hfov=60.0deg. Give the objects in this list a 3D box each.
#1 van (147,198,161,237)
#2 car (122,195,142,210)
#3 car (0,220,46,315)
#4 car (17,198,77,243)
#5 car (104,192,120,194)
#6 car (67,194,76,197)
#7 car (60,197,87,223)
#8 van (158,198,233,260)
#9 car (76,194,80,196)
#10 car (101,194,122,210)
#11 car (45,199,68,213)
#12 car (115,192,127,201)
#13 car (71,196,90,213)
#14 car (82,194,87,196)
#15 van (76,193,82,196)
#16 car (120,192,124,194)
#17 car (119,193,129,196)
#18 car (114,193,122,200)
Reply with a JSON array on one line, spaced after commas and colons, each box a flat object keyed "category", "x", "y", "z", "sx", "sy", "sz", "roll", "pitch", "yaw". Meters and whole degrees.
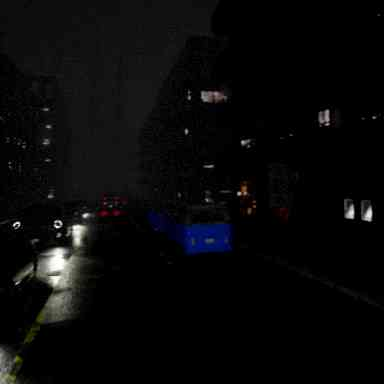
[{"category": "van", "x": -1.320, "y": 1.221, "z": 17.315, "sx": 1.690, "sy": 1.788, "sz": 3.998, "roll": -2, "pitch": 1, "yaw": -14}, {"category": "car", "x": -6.884, "y": 1.384, "z": 39.022, "sx": 1.802, "sy": 1.307, "sz": 4.206, "roll": -2, "pitch": 1, "yaw": -14}, {"category": "car", "x": -4.664, "y": 1.588, "z": 7.154, "sx": 1.994, "sy": 1.385, "sz": 4.181, "roll": -1, "pitch": 0, "yaw": -15}, {"category": "car", "x": -6.817, "y": 1.346, "z": 15.500, "sx": 2.097, "sy": 1.767, "sz": 4.553, "roll": -1, "pitch": 0, "yaw": -14}, {"category": "car", "x": -12.261, "y": 1.034, "z": 49.562, "sx": 2.150, "sy": 2.045, "sz": 5.566, "roll": -1, "pitch": 0, "yaw": -14}, {"category": "car", "x": -16.372, "y": 1.385, "z": 42.400, "sx": 1.967, "sy": 1.590, "sz": 4.097, "roll": -2, "pitch": 1, "yaw": -14}, {"category": "car", "x": -9.306, "y": 1.436, "z": 25.217, "sx": 1.882, "sy": 1.535, "sz": 5.008, "roll": -1, "pitch": 0, "yaw": -14}, {"category": "van", "x": 0.072, "y": 1.241, "z": 11.888, "sx": 1.690, "sy": 1.788, "sz": 3.998, "roll": -2, "pitch": 1, "yaw": -14}, {"category": "car", "x": -17.761, "y": 1.477, "z": 47.828, "sx": 2.008, "sy": 1.369, "sz": 4.403, "roll": -2, "pitch": 1, "yaw": -14}, {"category": "car", "x": -9.722, "y": 1.373, "z": 39.718, "sx": 1.812, "sy": 1.442, "sz": 4.674, "roll": -1, "pitch": 0, "yaw": -14}, {"category": "car", "x": -14.975, "y": 1.546, "z": 36.976, "sx": 1.802, "sy": 1.307, "sz": 4.206, "roll": -2, "pitch": 1, "yaw": -14}, {"category": "car", "x": -15.248, "y": 1.002, "z": 71.576, "sx": 2.192, "sy": 1.841, "sz": 5.009, "roll": -2, "pitch": 1, "yaw": -14}, {"category": "car", "x": -11.877, "y": 1.469, "z": 35.422, "sx": 2.033, "sy": 1.411, "sz": 5.357, "roll": -1, "pitch": 0, "yaw": -14}, {"category": "car", "x": -21.969, "y": 1.184, "z": 64.098, "sx": 2.192, "sy": 1.841, "sz": 5.009, "roll": -2, "pitch": 1, "yaw": -14}, {"category": "van", "x": -19.160, "y": 1.248, "z": 53.251, "sx": 1.690, "sy": 1.788, "sz": 3.998, "roll": -2, "pitch": 1, "yaw": -14}, {"category": "car", "x": -12.463, "y": 1.040, "z": 60.724, "sx": 2.192, "sy": 1.841, "sz": 5.009, "roll": -2, "pitch": 1, "yaw": -14}, {"category": "car", "x": -9.713, "y": 1.288, "z": 50.039, "sx": 1.752, "sy": 1.417, "sz": 4.829, "roll": -2, "pitch": 1, "yaw": -14}, {"category": "car", "x": -18.245, "y": 1.134, "z": 81.994, "sx": 1.882, "sy": 1.535, "sz": 5.008, "roll": -1, "pitch": 0, "yaw": -14}]
